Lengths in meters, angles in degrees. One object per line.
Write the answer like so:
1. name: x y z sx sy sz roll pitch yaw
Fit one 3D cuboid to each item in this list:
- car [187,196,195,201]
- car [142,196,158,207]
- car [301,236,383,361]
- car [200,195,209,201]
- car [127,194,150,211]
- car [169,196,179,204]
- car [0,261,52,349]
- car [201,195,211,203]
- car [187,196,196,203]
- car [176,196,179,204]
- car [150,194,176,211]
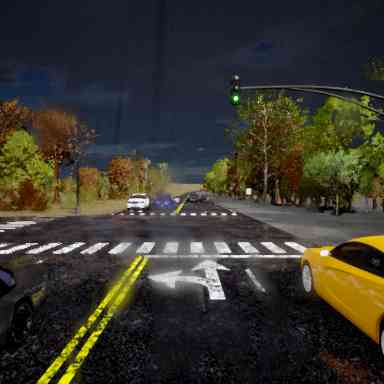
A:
1. car: -0.213 1.622 81.974 1.895 1.301 4.718 0 0 0
2. car: -6.736 1.492 53.815 1.882 1.535 5.008 0 0 0
3. car: 3.348 1.445 5.404 1.882 1.535 5.008 0 1 0
4. car: 3.037 1.473 81.639 2.033 1.411 5.357 0 0 0
5. car: -6.711 1.232 41.987 2.150 2.045 5.566 0 0 0
6. car: -3.456 1.544 64.708 1.812 1.442 4.674 0 0 0
7. car: -3.360 1.548 3.523 2.033 1.411 5.357 0 0 0
8. car: 3.086 1.517 71.483 2.128 1.511 4.902 0 0 0
9. car: -0.146 1.579 72.151 1.994 1.385 4.181 0 0 0
10. car: -3.479 1.613 50.804 1.895 1.301 4.718 0 0 0
11. car: -3.458 1.231 41.005 2.150 2.045 5.566 0 0 -1
